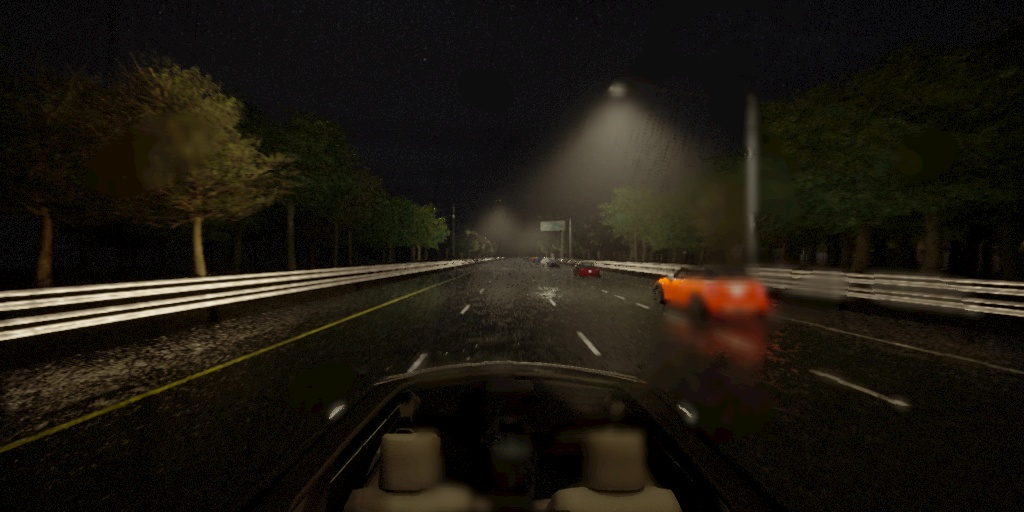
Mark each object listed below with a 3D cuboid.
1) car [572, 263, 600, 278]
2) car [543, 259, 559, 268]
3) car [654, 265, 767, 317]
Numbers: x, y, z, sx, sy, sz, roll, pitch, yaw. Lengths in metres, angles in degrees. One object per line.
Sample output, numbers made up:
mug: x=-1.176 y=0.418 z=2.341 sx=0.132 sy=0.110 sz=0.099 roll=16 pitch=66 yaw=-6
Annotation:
car: x=7.043 y=1.344 z=34.324 sx=1.994 sy=1.385 sz=4.181 roll=0 pitch=0 yaw=0
car: x=7.176 y=1.354 z=63.234 sx=2.033 sy=1.411 sz=5.357 roll=0 pitch=0 yaw=0
car: x=7.001 y=1.111 z=13.266 sx=2.097 sy=1.767 sz=4.553 roll=0 pitch=0 yaw=0
